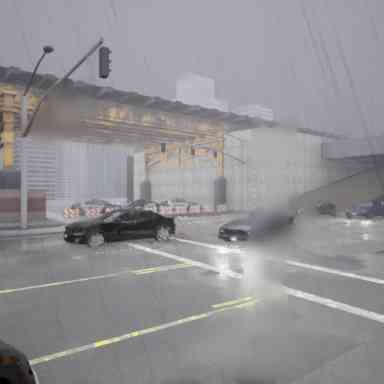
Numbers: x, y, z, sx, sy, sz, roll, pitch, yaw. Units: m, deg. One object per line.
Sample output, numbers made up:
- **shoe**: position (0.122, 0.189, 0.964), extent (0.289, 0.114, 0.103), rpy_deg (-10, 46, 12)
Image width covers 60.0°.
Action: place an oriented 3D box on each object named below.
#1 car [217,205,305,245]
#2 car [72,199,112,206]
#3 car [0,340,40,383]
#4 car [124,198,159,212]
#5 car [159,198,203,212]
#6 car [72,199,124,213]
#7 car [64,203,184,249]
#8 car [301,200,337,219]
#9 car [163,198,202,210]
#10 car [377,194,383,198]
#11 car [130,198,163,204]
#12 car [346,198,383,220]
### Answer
- **car**: position (3.328, 1.547, 15.821), extent (2.033, 1.411, 5.357), rpy_deg (0, 0, 37)
- **car**: position (-8.967, 1.453, 32.102), extent (4.974, 1.542, 2.038), rpy_deg (0, 0, 8)
- **car**: position (-3.294, 1.492, 1.421), extent (4.902, 1.511, 2.128), rpy_deg (0, 0, -35)
- **car**: position (-5.211, 1.295, 34.845), extent (1.853, 1.218, 4.536), rpy_deg (0, 0, 18)
- **car**: position (-1.325, 1.453, 38.563), extent (4.974, 1.542, 2.038), rpy_deg (0, 0, -7)
- **car**: position (-9.018, 1.295, 32.109), extent (4.536, 1.218, 1.853), rpy_deg (0, 0, 8)
- **car**: position (-3.037, 1.477, 14.781), extent (5.008, 1.535, 1.882), rpy_deg (0, 0, -38)
- **car**: position (11.022, 1.492, 29.561), extent (4.902, 1.511, 2.128), rpy_deg (0, 0, -40)
- **car**: position (-1.376, 1.295, 38.556), extent (4.536, 1.218, 1.853), rpy_deg (0, 0, -7)
- **car**: position (22.848, 1.223, 38.657), extent (5.566, 2.045, 2.150), rpy_deg (0, 0, -37)
- **car**: position (-5.227, 1.453, 34.795), extent (2.038, 1.542, 4.974), rpy_deg (0, 0, 18)
- **car**: position (14.920, 1.526, 28.247), extent (4.674, 1.442, 1.812), rpy_deg (0, 0, -37)
